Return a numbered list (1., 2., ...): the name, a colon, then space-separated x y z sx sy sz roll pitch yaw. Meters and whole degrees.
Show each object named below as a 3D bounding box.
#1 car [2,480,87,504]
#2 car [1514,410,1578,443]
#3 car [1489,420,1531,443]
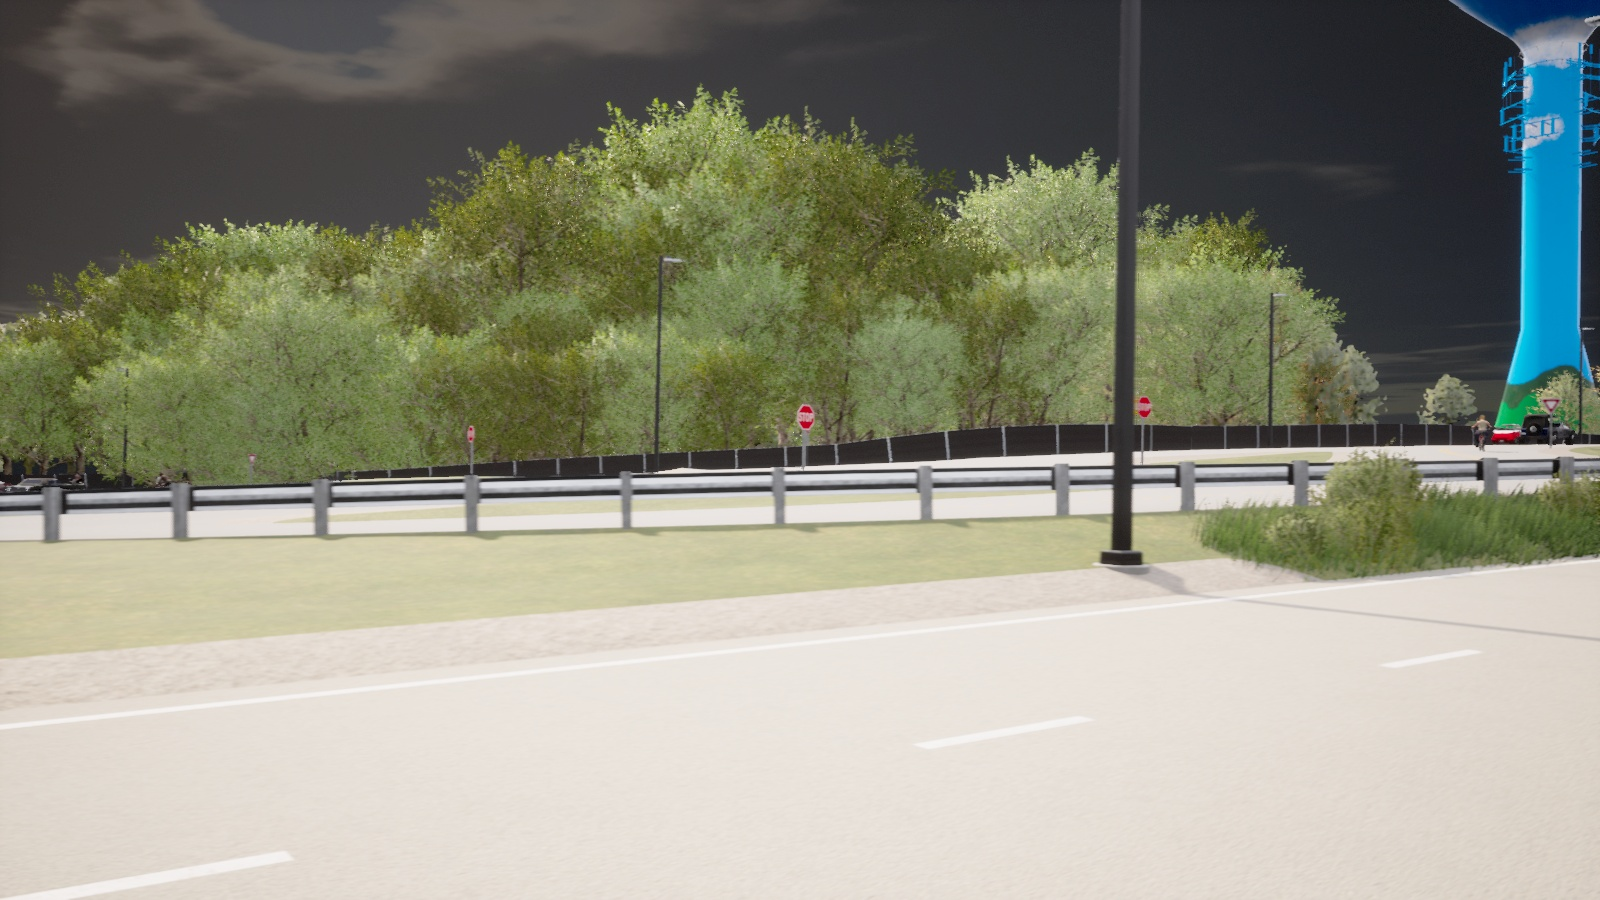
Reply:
1. car: -45.885 2.562 76.428 1.895 1.301 4.718 0 0 8
2. car: 44.729 -1.404 75.246 3.866 1.878 1.905 -1 0 -36
3. car: 45.052 -1.173 79.713 2.207 1.376 1.481 -1 0 -35
